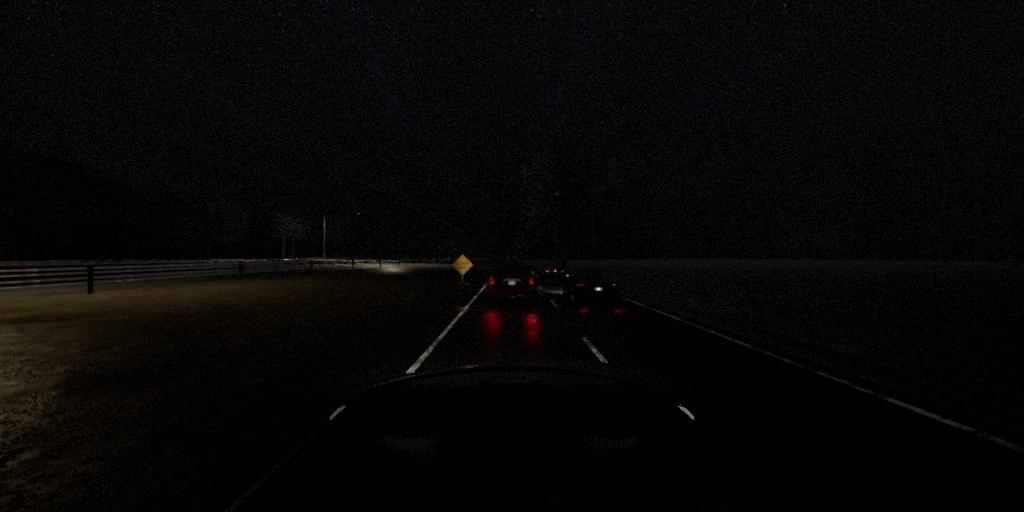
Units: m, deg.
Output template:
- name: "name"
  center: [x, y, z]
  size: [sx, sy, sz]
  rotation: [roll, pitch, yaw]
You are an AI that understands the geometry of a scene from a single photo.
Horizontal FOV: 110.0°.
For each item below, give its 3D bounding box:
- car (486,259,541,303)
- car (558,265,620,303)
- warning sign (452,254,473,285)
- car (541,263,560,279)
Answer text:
- name: "car"
  center: [0.000, 1.097, 16.468]
  size: [2.097, 1.767, 4.553]
  rotation: [0, 0, 0]
- name: "car"
  center: [3.500, 1.303, 16.498]
  size: [1.994, 1.385, 4.181]
  rotation: [0, 0, 0]
- name: "warning sign"
  center: [-3.050, 0.833, 22.207]
  size: [1.300, 1.860, 1.060]
  rotation: [0, 0, 0]
- name: "car"
  center: [3.500, 1.290, 31.501]
  size: [2.033, 1.411, 5.357]
  rotation: [0, 0, 0]
